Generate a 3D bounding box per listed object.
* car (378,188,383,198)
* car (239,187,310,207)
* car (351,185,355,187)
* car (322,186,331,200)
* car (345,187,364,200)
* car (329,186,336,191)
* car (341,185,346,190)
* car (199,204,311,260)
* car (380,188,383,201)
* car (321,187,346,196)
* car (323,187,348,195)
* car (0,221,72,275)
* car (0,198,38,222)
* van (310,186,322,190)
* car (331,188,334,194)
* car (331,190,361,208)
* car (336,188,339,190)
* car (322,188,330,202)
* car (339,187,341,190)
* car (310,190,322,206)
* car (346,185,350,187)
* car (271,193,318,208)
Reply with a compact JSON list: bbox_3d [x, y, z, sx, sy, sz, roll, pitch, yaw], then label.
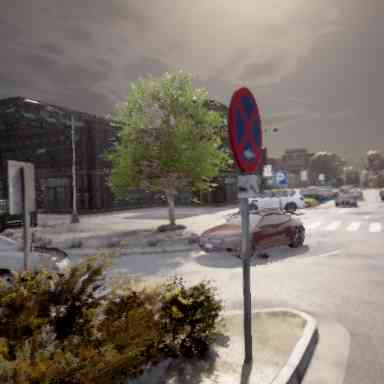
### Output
[{"bbox_3d":[32.069,0.110,54.931,2.128,1.511,4.902,-1,1,29],"label":"car"},{"bbox_3d":[6.862,0.822,28.820,5.566,2.045,2.435,-2,1,9],"label":"car"},{"bbox_3d":[38.872,-0.378,86.615,4.892,1.521,2.231,-2,0,9],"label":"car"},{"bbox_3d":[15.564,0.524,44.620,4.553,1.767,2.185,-2,0,9],"label":"car"},{"bbox_3d":[24.841,0.384,50.230,2.128,1.511,4.902,-1,1,29],"label":"car"},{"bbox_3d":[18.538,0.382,49.850,4.553,1.767,2.185,-2,1,9],"label":"car"},{"bbox_3d":[22.903,0.052,57.732,5.566,2.045,2.435,-2,0,9],"label":"car"},{"bbox_3d":[2.378,1.438,12.316,4.674,1.442,1.812,-2,2,-38],"label":"car"},{"bbox_3d":[26.437,0.409,44.610,1.812,1.442,4.674,-1,1,29],"label":"car"},{"bbox_3d":[30.135,-0.143,70.863,4.553,1.767,2.185,-2,0,9],"label":"car"},{"bbox_3d":[31.590,-0.205,73.487,4.553,1.767,2.185,-2,0,9],"label":"car"},{"bbox_3d":[-5.359,1.665,7.777,4.902,1.511,2.128,-2,1,0],"label":"car"},{"bbox_3d":[-12.210,1.423,21.089,2.435,2.045,5.566,-1,0,8],"label":"car"},{"bbox_3d":[12.568,0.568,39.365,4.442,1.987,1.878,-2,1,9],"label":"van"},{"bbox_3d":[17.055,0.619,47.237,4.674,1.452,2.002,-2,0,9],"label":"car"},{"bbox_3d":[16.009,0.843,34.426,1.994,1.385,4.181,-1,1,29],"label":"car"},{"bbox_3d":[19.994,0.313,52.473,4.553,1.767,2.185,-2,1,9],"label":"car"},{"bbox_3d":[14.150,0.719,41.975,5.008,1.535,2.097,-2,1,9],"label":"car"},{"bbox_3d":[21.456,0.401,55.112,4.792,1.488,2.163,-2,0,9],"label":"car"},{"bbox_3d":[9.977,0.921,34.065,5.366,1.575,1.946,-2,0,9],"label":"car"},{"bbox_3d":[27.270,-0.144,65.618,5.566,2.045,2.435,-2,0,9],"label":"car"},{"bbox_3d":[11.239,0.900,36.728,4.674,1.452,2.002,-2,0,9],"label":"car"}]
